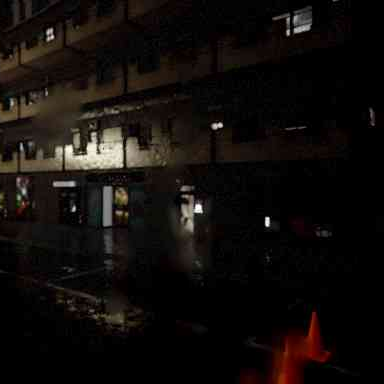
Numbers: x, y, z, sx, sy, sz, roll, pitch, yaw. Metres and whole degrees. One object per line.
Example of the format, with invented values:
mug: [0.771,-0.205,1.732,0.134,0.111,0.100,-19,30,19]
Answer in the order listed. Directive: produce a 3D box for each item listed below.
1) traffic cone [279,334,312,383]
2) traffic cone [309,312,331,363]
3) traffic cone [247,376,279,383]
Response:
traffic cone: [1.116,1.956,3.793,0.340,0.580,0.340,0,0,36]
traffic cone: [1.701,1.956,4.604,0.340,0.580,0.340,0,0,36]
traffic cone: [0.531,1.956,2.982,0.340,0.580,0.340,0,0,36]
